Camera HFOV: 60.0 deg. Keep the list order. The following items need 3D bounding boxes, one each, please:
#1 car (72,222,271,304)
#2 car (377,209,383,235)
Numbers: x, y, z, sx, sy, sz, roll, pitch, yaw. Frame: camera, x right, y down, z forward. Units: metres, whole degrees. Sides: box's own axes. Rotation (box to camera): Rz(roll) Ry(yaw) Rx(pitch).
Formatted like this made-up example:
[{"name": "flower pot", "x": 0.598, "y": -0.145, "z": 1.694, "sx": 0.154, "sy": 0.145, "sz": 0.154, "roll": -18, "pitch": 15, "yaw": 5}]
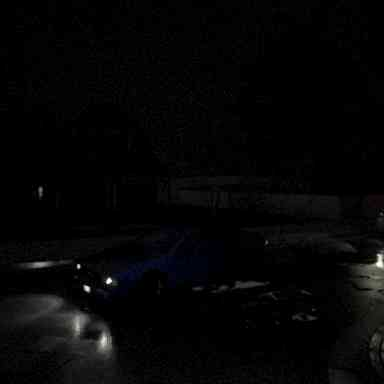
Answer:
[{"name": "car", "x": -0.160, "y": 1.539, "z": 8.536, "sx": 5.357, "sy": 1.411, "sz": 2.033, "roll": -1, "pitch": 3, "yaw": -42}, {"name": "car", "x": 11.148, "y": 1.047, "z": 15.668, "sx": 5.566, "sy": 2.045, "sz": 2.150, "roll": -1, "pitch": 3, "yaw": -30}]
